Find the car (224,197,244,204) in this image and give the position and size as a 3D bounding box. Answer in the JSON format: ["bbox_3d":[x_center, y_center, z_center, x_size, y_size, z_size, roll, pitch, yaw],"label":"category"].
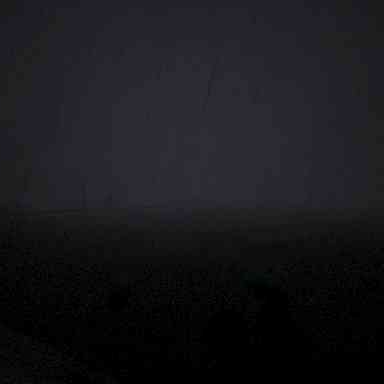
[{"bbox_3d":[7.995,1.595,62.230,1.895,1.301,4.718,0,0,35],"label":"car"}]

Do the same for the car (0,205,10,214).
[{"bbox_3d":[-18.916,1.486,29.632,2.128,1.511,4.902,0,0,35],"label":"car"}]

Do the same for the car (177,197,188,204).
[{"bbox_3d":[-0.100,1.558,56.653,1.994,1.385,4.181,0,0,35],"label":"car"}]

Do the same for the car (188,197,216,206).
[{"bbox_3d":[2.031,1.472,53.612,1.882,1.535,5.008,0,0,35],"label":"car"}]

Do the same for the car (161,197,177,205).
[{"bbox_3d":[-2.978,1.557,58.645,1.994,1.385,4.181,0,0,35],"label":"car"}]

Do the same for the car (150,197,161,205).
[{"bbox_3d":[-5.802,1.557,60.705,1.994,1.385,4.181,0,0,35],"label":"car"}]

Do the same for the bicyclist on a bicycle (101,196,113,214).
[{"bbox_3d":[-8.025,1.152,31.722,1.656,1.620,0.582,33,17,27],"label":"bicyclist on a bicycle"}]
